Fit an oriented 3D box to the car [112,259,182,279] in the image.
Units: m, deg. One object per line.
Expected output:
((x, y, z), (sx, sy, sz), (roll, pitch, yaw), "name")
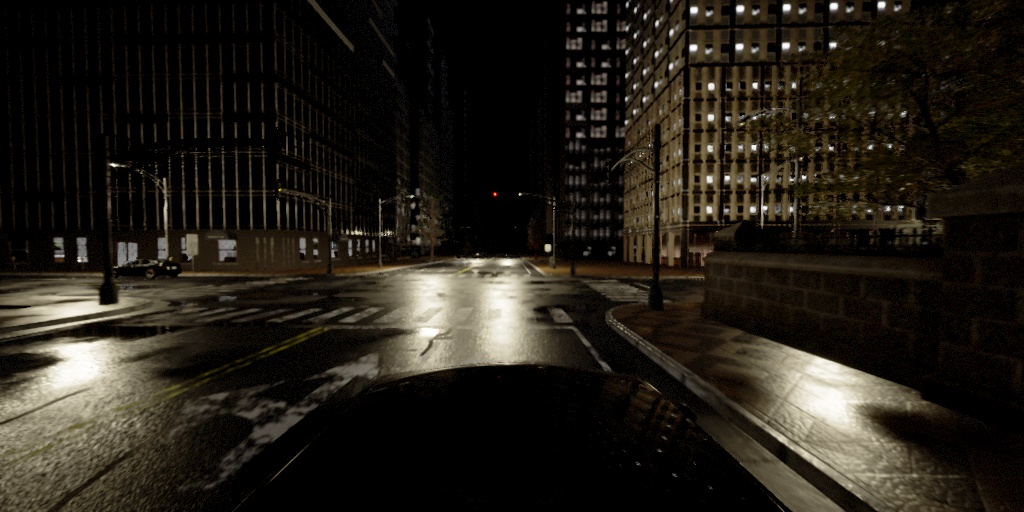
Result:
((-25.534, 0.857, 24.990), (4.313, 1.339, 1.948), (0, 0, 2), "car")
